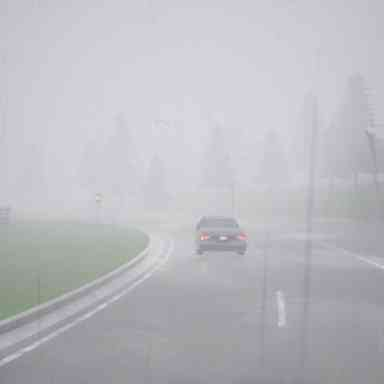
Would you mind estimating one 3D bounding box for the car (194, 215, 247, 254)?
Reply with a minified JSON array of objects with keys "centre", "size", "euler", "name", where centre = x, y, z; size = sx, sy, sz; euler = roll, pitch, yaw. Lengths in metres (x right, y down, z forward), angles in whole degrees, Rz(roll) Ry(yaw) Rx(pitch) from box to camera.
[{"centre":[1.100,1.693,14.118],"size":[2.033,1.411,5.357],"euler":[0,-1,0],"name":"car"}]
